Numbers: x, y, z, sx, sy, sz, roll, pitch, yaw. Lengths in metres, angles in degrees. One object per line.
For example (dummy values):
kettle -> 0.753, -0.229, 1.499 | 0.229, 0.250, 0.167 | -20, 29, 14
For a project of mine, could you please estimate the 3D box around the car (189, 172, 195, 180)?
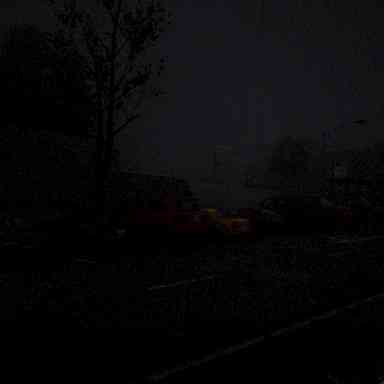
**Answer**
car -> 2.051, -4.085, 90.820 | 2.185, 1.767, 4.553 | 4, 1, 34

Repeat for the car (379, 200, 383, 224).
car -> 12.870, 1.403, 25.364 | 4.553, 1.767, 2.185 | -1, -1, 36

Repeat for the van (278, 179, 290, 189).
van -> 19.292, -1.491, 66.047 | 1.878, 1.987, 4.442 | 7, 4, 35

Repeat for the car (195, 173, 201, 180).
car -> 3.769, -3.850, 88.342 | 2.185, 1.767, 4.553 | 6, 3, 34

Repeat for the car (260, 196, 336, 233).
car -> 5.385, 1.262, 20.274 | 5.566, 2.045, 2.435 | -1, -1, 35

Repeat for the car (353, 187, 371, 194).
car -> 27.895, 0.137, 53.786 | 2.002, 1.452, 4.674 | 7, 3, 35

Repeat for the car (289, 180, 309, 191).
car -> 21.040, -0.992, 63.677 | 2.231, 1.521, 4.892 | 7, 3, 35

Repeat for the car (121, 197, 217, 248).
car -> -1.993, 1.248, 15.096 | 5.566, 2.045, 2.435 | -1, -1, 35

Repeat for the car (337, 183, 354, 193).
car -> 26.216, -0.426, 56.267 | 2.435, 2.045, 5.566 | 7, 3, 35

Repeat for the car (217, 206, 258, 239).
car -> 0.336, 1.503, 16.913 | 5.366, 1.575, 1.946 | -1, -1, 35

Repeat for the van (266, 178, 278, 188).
van -> 17.574, -1.764, 68.527 | 1.878, 1.987, 4.442 | 7, 4, 35

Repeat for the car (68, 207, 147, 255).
car -> -4.446, 1.524, 13.363 | 4.792, 1.488, 2.163 | -1, -1, 35

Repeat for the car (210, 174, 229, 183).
car -> 7.392, -3.176, 83.599 | 1.946, 1.575, 5.366 | 7, 3, 34

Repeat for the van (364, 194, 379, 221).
van -> 10.453, 1.297, 23.625 | 4.442, 1.987, 1.878 | -1, -1, 35

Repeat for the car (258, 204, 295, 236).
car -> 2.950, 1.548, 18.528 | 4.674, 1.452, 2.002 | -1, -1, 35

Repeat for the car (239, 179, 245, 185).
car -> 12.462, -2.317, 76.065 | 2.002, 1.452, 4.674 | 7, 3, 35

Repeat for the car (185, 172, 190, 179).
car -> 0.290, -4.362, 93.176 | 2.435, 2.045, 5.566 | 1, -1, 35

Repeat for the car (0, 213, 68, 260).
car -> -6.874, 1.493, 11.628 | 4.892, 1.521, 2.231 | -1, -1, 35

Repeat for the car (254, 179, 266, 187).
car -> 16.013, -1.812, 71.266 | 1.946, 1.575, 5.366 | 7, 3, 35

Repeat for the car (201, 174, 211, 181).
car -> 5.552, -3.699, 85.867 | 2.435, 2.045, 5.566 | 7, 4, 34

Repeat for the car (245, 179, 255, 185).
car -> 14.193, -2.043, 73.595 | 2.002, 1.452, 4.674 | 7, 4, 35

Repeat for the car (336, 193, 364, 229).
car -> 7.907, 1.267, 21.967 | 5.566, 2.045, 2.435 | -1, -1, 35
